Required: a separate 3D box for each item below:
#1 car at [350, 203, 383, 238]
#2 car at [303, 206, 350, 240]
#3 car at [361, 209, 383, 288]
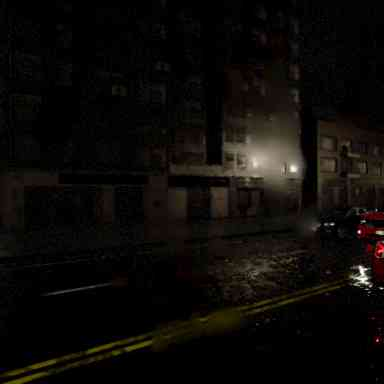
[{"bbox_3d":[9.514,1.208,14.460,5.566,2.045,2.150,0,0,-35],"label":"car"},{"bbox_3d":[7.730,1.479,17.179,4.902,1.511,2.128,0,0,-35],"label":"car"},{"bbox_3d":[6.306,1.344,7.936,4.553,1.767,2.097,0,0,-36],"label":"car"}]
